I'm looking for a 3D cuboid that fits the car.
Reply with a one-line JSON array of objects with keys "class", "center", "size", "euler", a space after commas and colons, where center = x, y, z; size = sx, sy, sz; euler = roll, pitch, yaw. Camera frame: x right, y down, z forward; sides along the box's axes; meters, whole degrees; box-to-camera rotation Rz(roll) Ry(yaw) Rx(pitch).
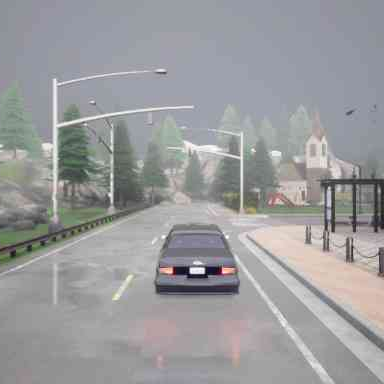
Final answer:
[{"class": "car", "center": [0.098, 1.547, 8.849], "size": [2.033, 1.411, 5.357], "euler": [0, 0, 0]}]
